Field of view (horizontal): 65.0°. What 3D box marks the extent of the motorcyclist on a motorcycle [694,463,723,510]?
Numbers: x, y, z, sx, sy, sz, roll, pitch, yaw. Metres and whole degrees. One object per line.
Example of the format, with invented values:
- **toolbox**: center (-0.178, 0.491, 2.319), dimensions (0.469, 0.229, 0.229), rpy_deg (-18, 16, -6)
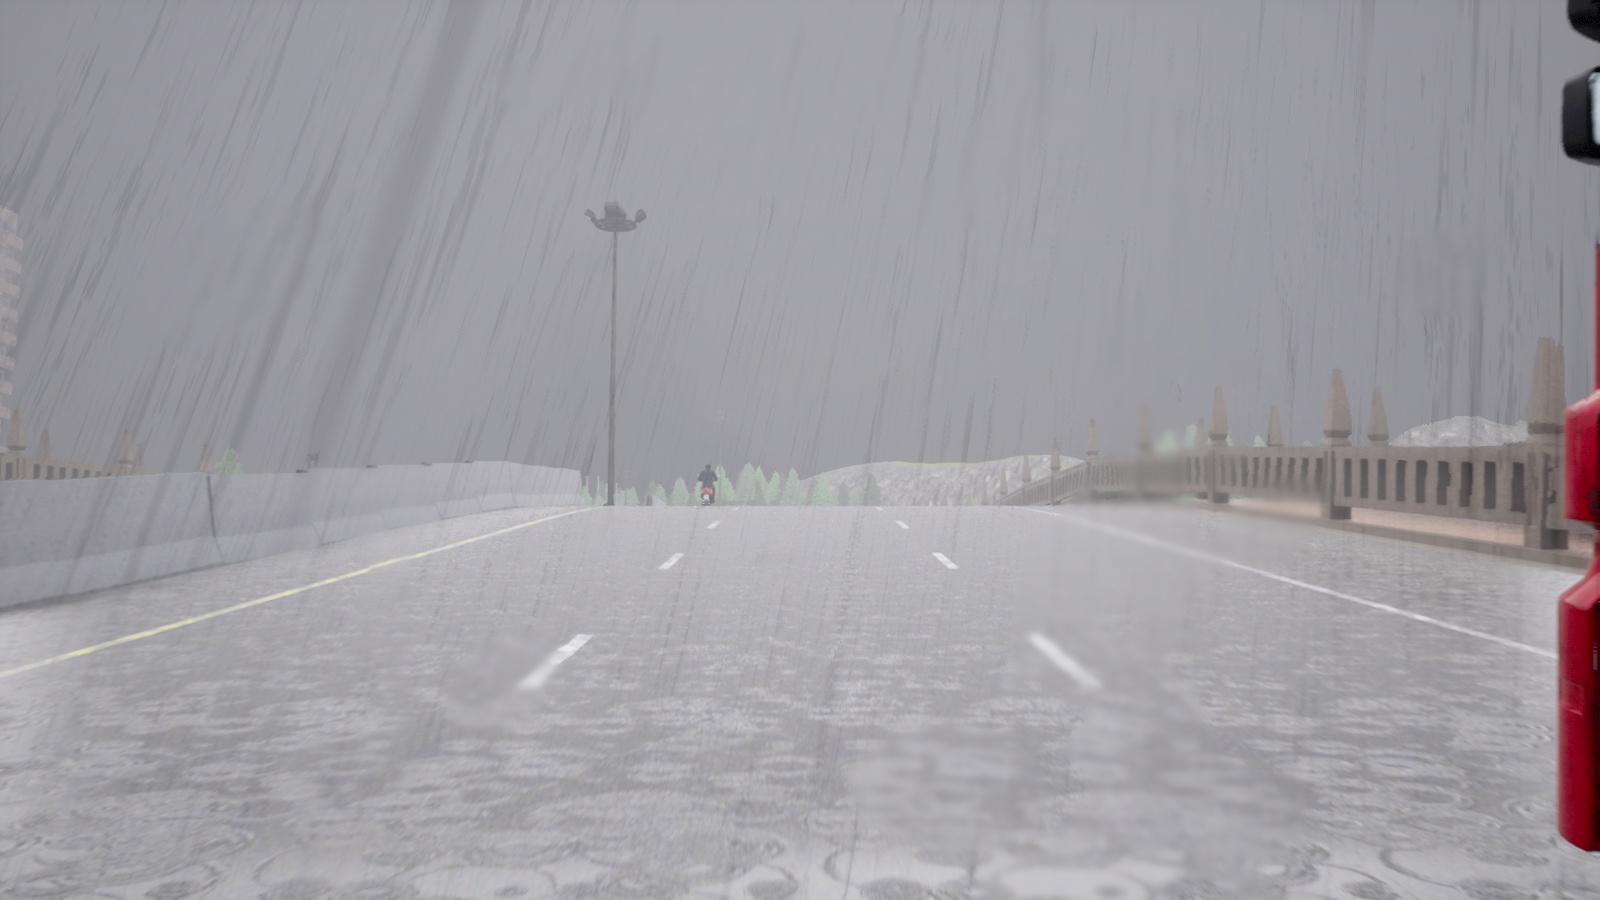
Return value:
- **motorcyclist on a motorcycle**: center (-3.229, 1.311, 44.344), dimensions (0.866, 1.590, 1.817), rpy_deg (0, -5, 0)
